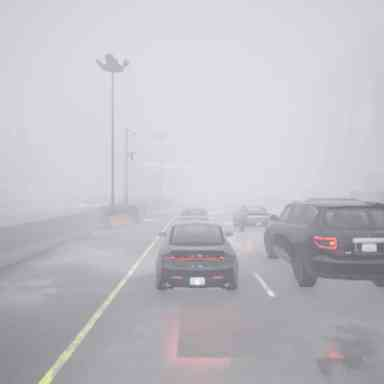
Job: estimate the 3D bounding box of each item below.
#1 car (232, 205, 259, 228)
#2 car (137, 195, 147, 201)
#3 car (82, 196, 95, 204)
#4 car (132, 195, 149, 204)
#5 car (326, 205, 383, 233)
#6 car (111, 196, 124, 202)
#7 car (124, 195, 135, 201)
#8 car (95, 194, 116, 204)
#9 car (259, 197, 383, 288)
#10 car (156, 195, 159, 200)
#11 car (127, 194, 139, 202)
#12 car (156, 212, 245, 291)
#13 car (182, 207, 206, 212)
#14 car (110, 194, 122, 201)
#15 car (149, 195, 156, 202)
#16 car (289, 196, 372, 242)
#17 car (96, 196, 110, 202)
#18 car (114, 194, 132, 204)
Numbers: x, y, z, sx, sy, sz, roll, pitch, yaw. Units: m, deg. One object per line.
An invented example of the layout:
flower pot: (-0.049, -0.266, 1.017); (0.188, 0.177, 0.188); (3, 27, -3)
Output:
car: (3.637, 1.543, 20.514); (2.128, 1.511, 4.902); (0, 0, 0)
car: (-13.631, 1.499, 90.926); (1.837, 1.490, 4.892); (0, 1, 1)
car: (-20.856, 1.621, 67.684); (1.882, 1.535, 5.008); (0, 0, 0)
car: (-10.359, 1.654, 67.351); (1.812, 1.442, 4.674); (0, 0, 0)
car: (10.638, 1.601, 21.231); (2.033, 1.411, 5.357); (0, 0, 0)
car: (-17.265, 1.662, 77.288); (1.994, 1.385, 4.181); (0, 0, 1)
car: (-17.131, 1.539, 90.958); (2.033, 1.411, 5.357); (0, 1, 1)
car: (-17.358, 1.499, 67.429); (2.097, 1.767, 4.553); (0, 0, 0)
car: (3.610, 1.244, 9.429); (2.150, 2.045, 5.566); (0, 0, 0)
car: (-10.129, 1.477, 91.090); (1.882, 1.535, 5.008); (0, 1, 1)
car: (-13.762, 1.462, 77.625); (2.097, 1.767, 4.553); (0, 0, 1)
car: (0.114, 1.528, 9.054); (1.837, 1.490, 4.892); (0, 0, 0)
car: (0.130, 1.596, 19.389); (2.033, 1.411, 5.357); (0, 0, 0)
car: (-20.633, 1.359, 90.740); (2.097, 1.767, 4.553); (0, 1, 1)
car: (-10.260, 1.584, 77.753); (1.882, 1.535, 5.008); (0, 0, 1)
car: (7.124, 1.267, 17.943); (2.150, 2.045, 5.566); (0, 0, 0)
car: (-20.763, 1.660, 77.543); (1.994, 1.385, 4.181); (0, 0, 1)
car: (-13.858, 1.692, 67.375); (1.994, 1.385, 4.181); (0, 0, 0)
